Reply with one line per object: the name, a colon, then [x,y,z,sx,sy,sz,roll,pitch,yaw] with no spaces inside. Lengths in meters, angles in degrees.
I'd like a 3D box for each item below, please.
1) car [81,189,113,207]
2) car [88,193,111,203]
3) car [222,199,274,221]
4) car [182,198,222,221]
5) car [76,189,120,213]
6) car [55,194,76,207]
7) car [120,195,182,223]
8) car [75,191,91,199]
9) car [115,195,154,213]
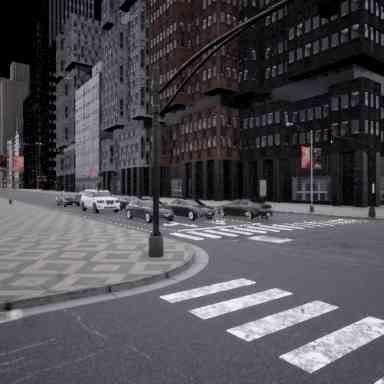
car: [-11.835,0.671,41.111,2.150,2.045,5.566,0,1,-35]
car: [-13.934,0.885,49.894,1.994,1.385,4.181,0,1,-36]
car: [3.913,1.267,25.152,1.837,1.490,4.892,0,1,-36]
car: [-0.248,1.239,24.979,1.837,1.490,4.892,0,1,-38]
car: [-8.698,0.819,31.185,2.150,2.045,5.566,0,1,-36]
car: [-14.909,0.991,39.808,2.033,1.411,5.357,0,1,-36]
car: [-3.013,1.240,23.299,1.837,1.490,4.892,0,1,-36]
car: [-21.843,0.563,66.416,1.812,1.442,4.674,0,1,-36]
car: [-5.689,1.107,32.569,1.837,1.490,4.892,0,1,-36]
